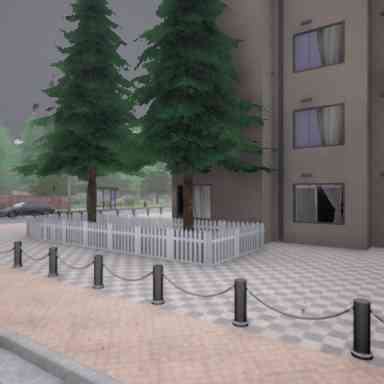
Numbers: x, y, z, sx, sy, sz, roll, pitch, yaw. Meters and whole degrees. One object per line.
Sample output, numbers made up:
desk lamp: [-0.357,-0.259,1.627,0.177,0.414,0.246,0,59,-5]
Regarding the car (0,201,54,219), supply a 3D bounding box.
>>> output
car: [-14.303,1.500,28.728,1.812,1.442,4.674,0,1,37]
